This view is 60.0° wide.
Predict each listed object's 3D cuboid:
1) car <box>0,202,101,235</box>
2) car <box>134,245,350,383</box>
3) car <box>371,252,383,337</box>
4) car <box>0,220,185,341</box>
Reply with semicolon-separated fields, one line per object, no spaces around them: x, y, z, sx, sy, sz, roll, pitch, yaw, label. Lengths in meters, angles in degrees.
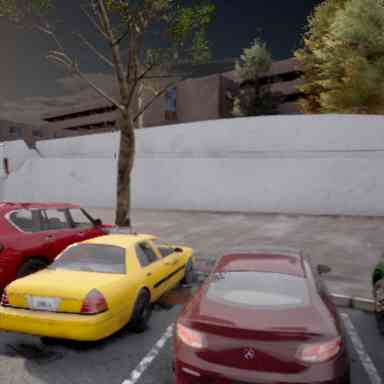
-3.811;1.273;8.515;2.435;2.045;5.566;0;-1;15;car
1.083;1.535;5.013;2.002;1.452;4.674;0;-1;15;car
3.545;1.230;3.306;2.435;2.045;5.566;0;-1;15;car
-1.316;1.509;6.932;1.946;1.575;5.366;0;-1;15;car
